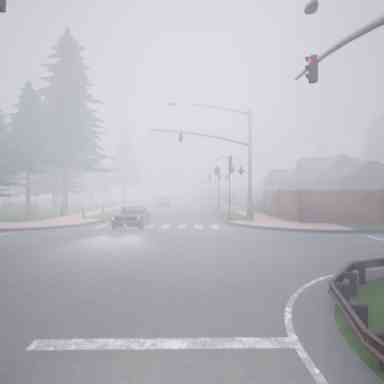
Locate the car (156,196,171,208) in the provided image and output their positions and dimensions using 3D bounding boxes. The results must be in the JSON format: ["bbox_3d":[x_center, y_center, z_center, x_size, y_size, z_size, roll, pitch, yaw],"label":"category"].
[{"bbox_3d":[-3.946,1.385,46.075,1.837,1.490,4.892,0,0,0],"label":"car"}]

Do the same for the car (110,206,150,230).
[{"bbox_3d":[-3.783,1.563,20.917,1.895,1.301,4.718,0,0,-1],"label":"car"}]

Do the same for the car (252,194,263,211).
[{"bbox_3d":[8.940,1.120,36.767,4.605,1.855,1.932,0,0,0],"label":"car"}]
